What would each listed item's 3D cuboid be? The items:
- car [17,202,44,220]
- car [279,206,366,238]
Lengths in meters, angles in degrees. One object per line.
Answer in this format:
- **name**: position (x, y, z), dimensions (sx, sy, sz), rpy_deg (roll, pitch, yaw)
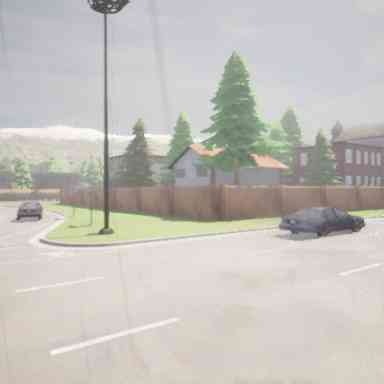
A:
- **car**: position (-13.388, 1.516, 27.625), dimensions (2.033, 1.411, 5.357), rpy_deg (0, 0, -23)
- **car**: position (6.817, 1.449, 17.207), dimensions (5.357, 1.411, 2.033), rpy_deg (0, 0, -36)
